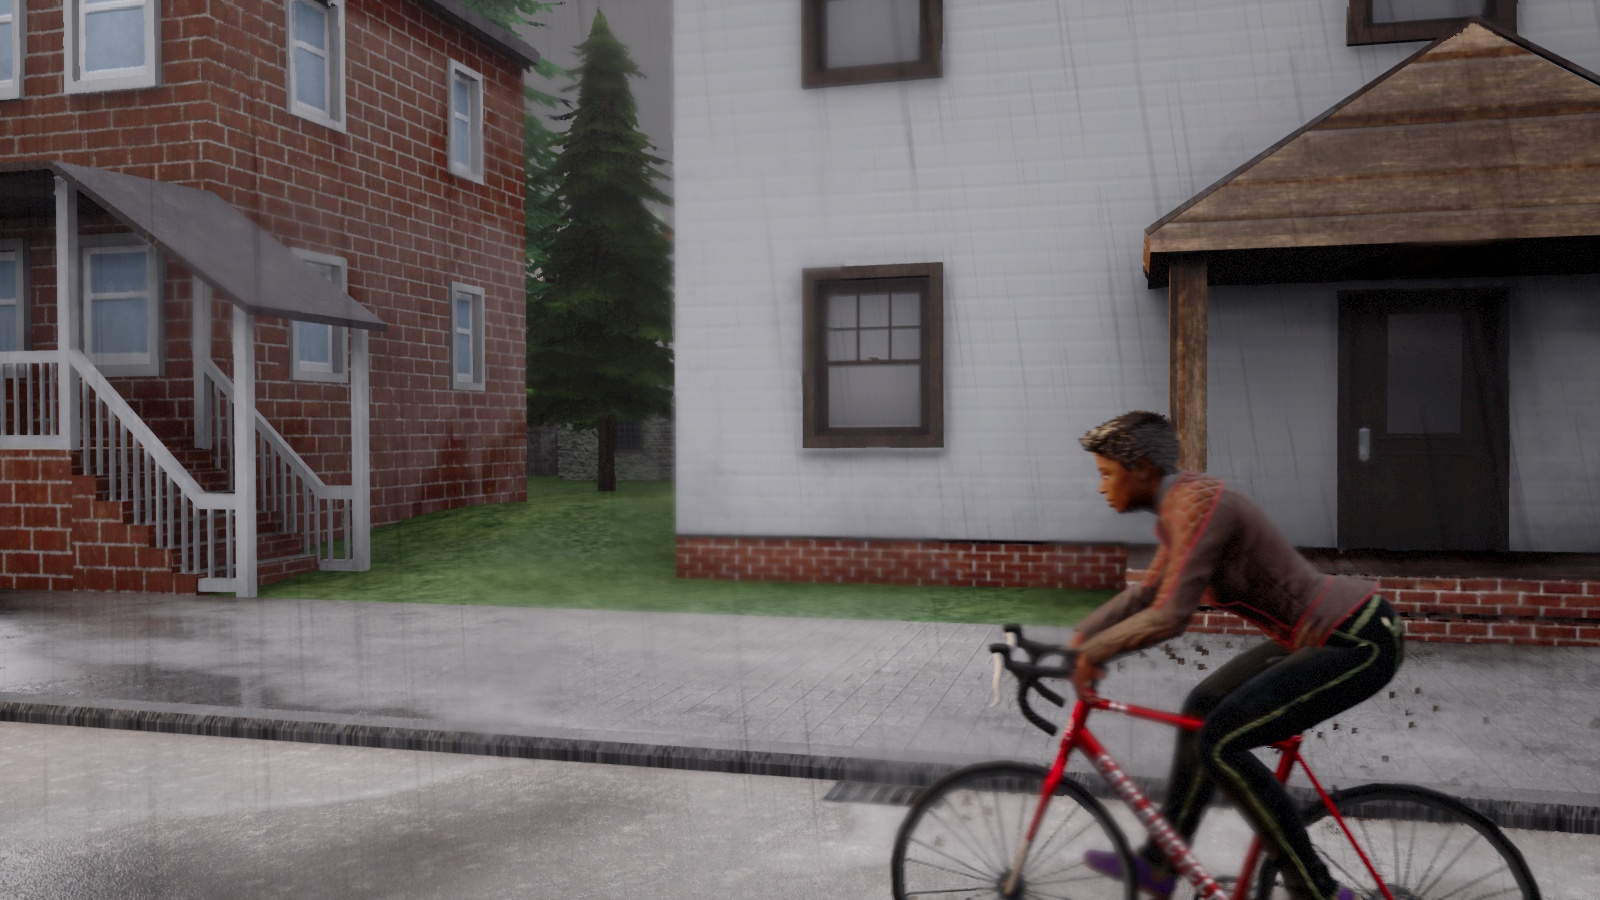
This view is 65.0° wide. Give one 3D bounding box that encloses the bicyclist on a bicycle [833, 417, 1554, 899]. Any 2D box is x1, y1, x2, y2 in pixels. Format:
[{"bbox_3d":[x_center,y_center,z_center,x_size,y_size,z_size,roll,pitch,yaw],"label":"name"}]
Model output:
[{"bbox_3d":[0.963,0.730,3.316,1.656,1.620,0.582,0,1,15],"label":"bicyclist on a bicycle"}]
